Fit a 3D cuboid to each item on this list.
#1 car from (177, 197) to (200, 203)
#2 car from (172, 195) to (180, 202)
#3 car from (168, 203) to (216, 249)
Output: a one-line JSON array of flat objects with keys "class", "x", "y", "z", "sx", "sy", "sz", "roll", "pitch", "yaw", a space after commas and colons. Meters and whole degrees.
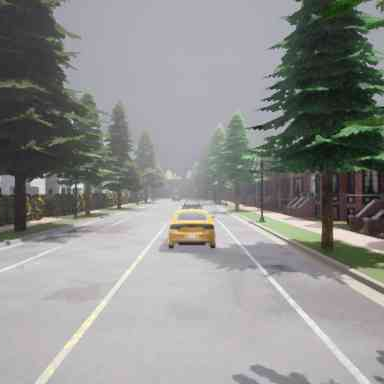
[{"class": "car", "x": 0.000, "y": 1.495, "z": 29.650, "sx": 2.128, "sy": 1.511, "sz": 4.902, "roll": 0, "pitch": 0, "yaw": 0}, {"class": "car", "x": -3.500, "y": 1.467, "z": 76.622, "sx": 1.837, "sy": 1.490, "sz": 4.892, "roll": 0, "pitch": 0, "yaw": 0}, {"class": "car", "x": 0.000, "y": 1.485, "z": 14.650, "sx": 1.882, "sy": 1.535, "sz": 5.008, "roll": 0, "pitch": 0, "yaw": 0}]
